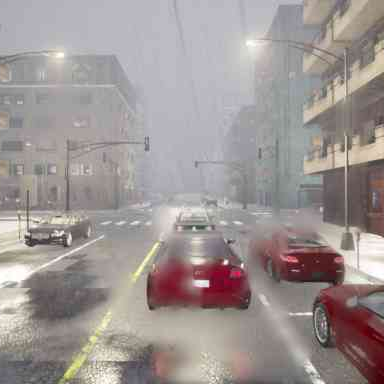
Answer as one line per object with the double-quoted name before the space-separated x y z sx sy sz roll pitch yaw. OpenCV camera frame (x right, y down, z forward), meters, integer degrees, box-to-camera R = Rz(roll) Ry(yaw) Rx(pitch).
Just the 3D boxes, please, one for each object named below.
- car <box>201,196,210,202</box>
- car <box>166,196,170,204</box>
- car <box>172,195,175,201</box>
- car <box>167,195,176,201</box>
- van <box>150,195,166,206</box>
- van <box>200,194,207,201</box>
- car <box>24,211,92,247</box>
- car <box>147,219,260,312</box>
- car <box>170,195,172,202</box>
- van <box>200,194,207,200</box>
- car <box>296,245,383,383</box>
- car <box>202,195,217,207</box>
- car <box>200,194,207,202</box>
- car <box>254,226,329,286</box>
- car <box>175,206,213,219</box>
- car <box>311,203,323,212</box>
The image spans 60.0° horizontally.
"car" 2.992 1.590 75.460 1.802 1.307 4.206 1 0 0
"car" -5.492 1.574 58.524 1.947 1.339 4.313 1 0 0
"car" -5.388 1.575 75.536 1.947 1.339 4.313 1 0 0
"car" -5.318 1.554 86.877 1.887 1.381 4.507 1 0 0
"van" -5.598 1.349 52.861 1.690 1.788 3.998 1 0 0
"van" 3.065 1.349 86.800 1.690 1.788 3.998 1 0 0
"car" -5.774 1.554 14.816 2.008 1.369 4.403 1 0 0
"car" 0.104 1.566 7.800 1.994 1.385 4.181 0 0 -1
"car" -5.455 1.448 64.194 1.967 1.590 4.097 1 0 0
"van" 3.100 1.349 92.470 1.690 1.788 3.998 1 0 0
"car" 2.667 1.583 3.408 1.802 1.307 4.206 1 0 0
"car" 2.951 1.558 51.202 2.008 1.369 4.403 1 0 0
"car" 2.958 1.558 69.789 2.008 1.369 4.403 1 0 0
"car" 2.665 1.584 9.079 1.802 1.307 4.206 1 0 0
"car" 0.098 1.604 16.618 1.895 1.301 4.718 0 0 0
"car" 15.538 1.518 36.978 4.507 1.381 1.887 0 -1 1
